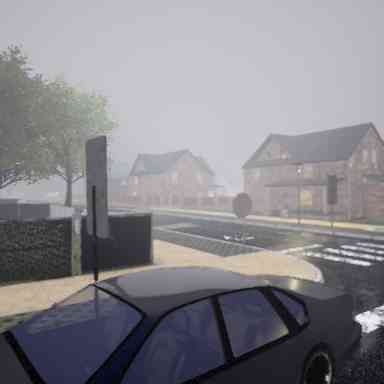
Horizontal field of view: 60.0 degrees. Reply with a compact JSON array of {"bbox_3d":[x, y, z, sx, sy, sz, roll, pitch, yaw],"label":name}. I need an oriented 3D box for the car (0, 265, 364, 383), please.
[{"bbox_3d":[-0.304,1.554,3.242,5.357,1.411,2.033,0,0,-39],"label":"car"}]
